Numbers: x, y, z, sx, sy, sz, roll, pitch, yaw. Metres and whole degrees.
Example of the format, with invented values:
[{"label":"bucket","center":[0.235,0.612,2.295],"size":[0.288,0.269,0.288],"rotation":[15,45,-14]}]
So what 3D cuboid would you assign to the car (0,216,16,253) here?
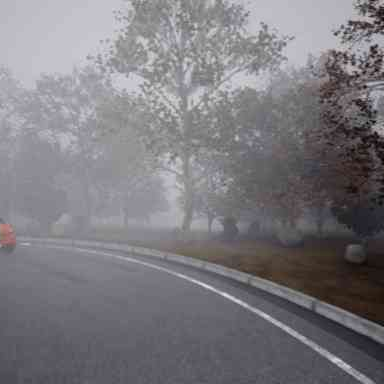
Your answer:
[{"label":"car","center":[-9.314,1.595,13.374],"size":[4.553,1.767,2.097],"rotation":[-1,0,28]}]
